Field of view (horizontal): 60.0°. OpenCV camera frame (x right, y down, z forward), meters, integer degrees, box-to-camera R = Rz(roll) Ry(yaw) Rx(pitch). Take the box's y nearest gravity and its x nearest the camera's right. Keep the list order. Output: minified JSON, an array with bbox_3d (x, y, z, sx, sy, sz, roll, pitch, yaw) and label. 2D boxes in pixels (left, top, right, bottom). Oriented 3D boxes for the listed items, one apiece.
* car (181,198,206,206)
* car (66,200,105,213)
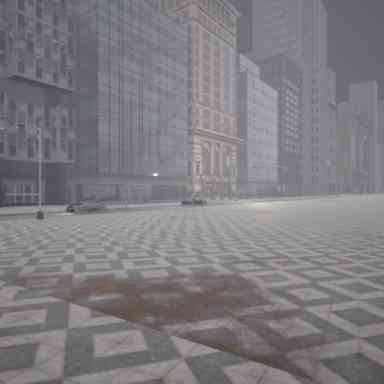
[{"bbox_3d":[0.287,1.576,53.049,1.895,1.301,4.718,0,0,36],"label":"car"},{"bbox_3d":[-11.607,1.575,36.475,1.994,1.385,4.181,0,0,35],"label":"car"}]
